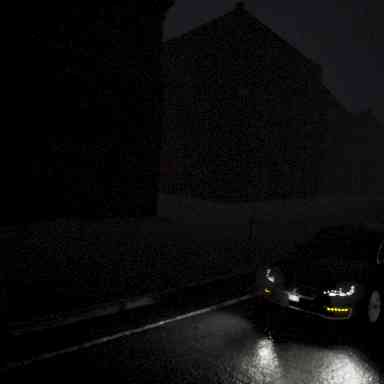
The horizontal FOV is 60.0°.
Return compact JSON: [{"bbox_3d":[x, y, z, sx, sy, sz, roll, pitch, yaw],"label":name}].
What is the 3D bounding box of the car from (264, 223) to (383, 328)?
[{"bbox_3d":[3.515,1.479,7.097,4.892,1.490,1.837,-1,1,-41],"label":"car"}]
